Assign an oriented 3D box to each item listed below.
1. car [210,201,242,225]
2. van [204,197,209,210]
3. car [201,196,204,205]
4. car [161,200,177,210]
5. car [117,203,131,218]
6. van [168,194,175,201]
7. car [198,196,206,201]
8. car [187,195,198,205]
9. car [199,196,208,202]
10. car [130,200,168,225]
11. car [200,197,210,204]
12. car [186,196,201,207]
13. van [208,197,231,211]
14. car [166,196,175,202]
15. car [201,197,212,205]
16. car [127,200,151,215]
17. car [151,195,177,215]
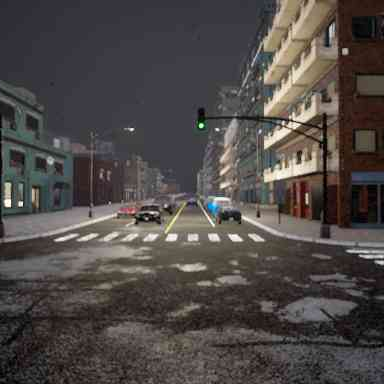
[{"bbox_3d":[2.712,1.638,25.033,2.008,1.369,4.403,1,0,0],"label":"car"},{"bbox_3d":[2.722,1.480,41.775,1.690,1.788,3.998,1,0,0],"label":"van"},{"bbox_3d":[2.724,1.696,53.105,1.752,1.417,4.829,1,0,0],"label":"car"},{"bbox_3d":[-3.069,1.751,45.575,1.895,1.301,4.718,0,0,0],"label":"car"},{"bbox_3d":[-5.667,1.686,30.580,1.802,1.307,4.206,1,0,0],"label":"car"},{"bbox_3d":[-5.637,1.598,91.963,1.690,1.788,3.998,1,0,0],"label":"van"},{"bbox_3d":[2.740,1.808,92.001,2.008,1.369,4.403,1,0,0],"label":"car"},{"bbox_3d":[0.025,1.552,64.912,2.097,1.767,4.553,0,0,0],"label":"car"},{"bbox_3d":[2.735,1.780,80.840,1.887,1.381,4.507,1,0,0],"label":"car"},{"bbox_3d":[-3.083,1.591,24.943,1.837,1.490,4.892,0,0,0],"label":"car"},{"bbox_3d":[2.730,1.777,69.678,1.947,1.339,4.313,1,0,0],"label":"car"},{"bbox_3d":[0.022,1.739,54.900,1.994,1.385,4.181,0,0,0],"label":"car"},{"bbox_3d":[2.717,1.445,30.612,1.690,1.788,3.998,1,0,0],"label":"van"},{"bbox_3d":[-5.643,1.812,86.382,1.947,1.339,4.313,1,0,0],"label":"car"},{"bbox_3d":[2.728,1.764,64.097,1.947,1.339,4.313,1,0,0],"label":"car"},{"bbox_3d":[-5.664,1.666,36.161,1.887,1.381,4.507,1,0,0],"label":"car"},{"bbox_3d":[-3.073,1.341,35.541,2.150,2.045,5.566,0,0,0],"label":"car"}]
